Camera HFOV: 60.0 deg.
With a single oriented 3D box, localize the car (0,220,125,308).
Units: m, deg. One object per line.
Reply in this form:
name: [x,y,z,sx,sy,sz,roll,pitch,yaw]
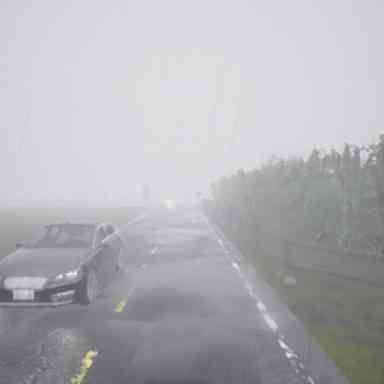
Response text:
car: [-2.900,1.487,8.135,2.128,1.511,4.902,0,0,-1]
